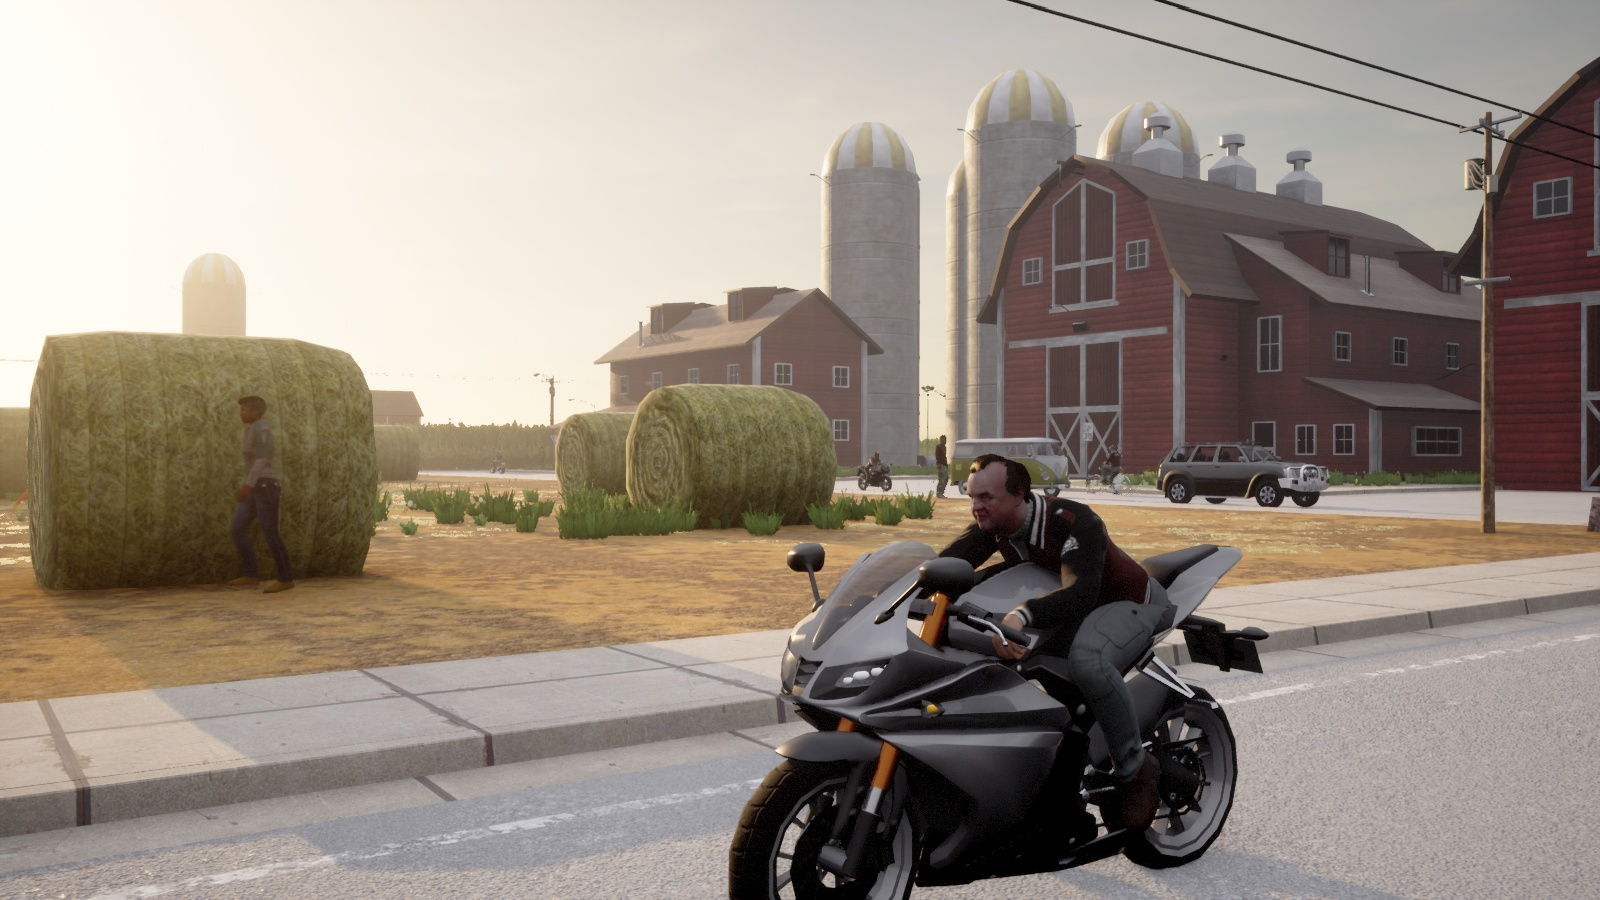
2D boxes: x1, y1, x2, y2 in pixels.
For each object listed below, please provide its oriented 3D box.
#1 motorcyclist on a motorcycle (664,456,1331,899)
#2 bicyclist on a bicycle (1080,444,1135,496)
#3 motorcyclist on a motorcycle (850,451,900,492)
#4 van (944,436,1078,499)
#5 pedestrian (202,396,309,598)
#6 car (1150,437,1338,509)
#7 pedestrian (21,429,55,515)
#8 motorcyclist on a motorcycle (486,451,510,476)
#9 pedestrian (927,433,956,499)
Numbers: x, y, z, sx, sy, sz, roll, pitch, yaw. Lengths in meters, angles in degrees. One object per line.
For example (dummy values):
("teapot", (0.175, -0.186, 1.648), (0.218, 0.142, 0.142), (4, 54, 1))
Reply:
("motorcyclist on a motorcycle", (0.725, 0.788, 4.164), (2.191, 1.530, 0.866), (0, 0, -35))
("bicyclist on a bicycle", (10.549, 0.672, 43.084), (0.659, 1.776, 1.843), (0, 0, -36))
("motorcyclist on a motorcycle", (2.848, 0.810, 47.760), (0.797, 1.523, 2.044), (0, 0, -36))
("van", (6.999, 0.559, 42.020), (1.775, 1.987, 4.442), (0, 0, -36))
("pedestrian", (-5.015, 0.419, 11.582), (0.869, 1.805, 0.328), (0, 0, -31))
("car", (12.212, 0.591, 34.812), (1.932, 1.855, 4.605), (0, 0, -36))
("pedestrian", (-16.343, 0.471, 26.943), (0.594, 1.836, 0.345), (0, 0, -26))
("motorcyclist on a motorcycle", (-20.838, 0.924, 86.484), (0.766, 1.649, 2.350), (0, 0, -36))
("pedestrian", (4.034, 0.449, 35.726), (0.703, 1.840, 0.431), (0, 0, 38))
